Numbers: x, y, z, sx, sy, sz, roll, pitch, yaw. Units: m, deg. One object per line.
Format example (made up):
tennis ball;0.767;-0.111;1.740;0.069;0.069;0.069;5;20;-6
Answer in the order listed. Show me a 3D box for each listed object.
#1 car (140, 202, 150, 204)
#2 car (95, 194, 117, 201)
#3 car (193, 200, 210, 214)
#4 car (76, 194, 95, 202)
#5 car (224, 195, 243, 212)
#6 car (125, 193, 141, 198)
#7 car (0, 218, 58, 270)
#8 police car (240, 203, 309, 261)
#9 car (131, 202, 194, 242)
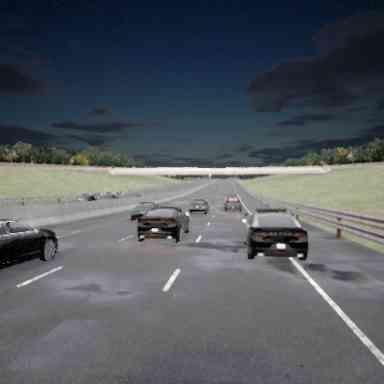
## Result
car;-3.552;1.534;27.137;1.994;1.385;4.181;0;0;7
car;-14.375;1.118;57.125;1.837;1.490;4.892;0;1;7
car;0.786;1.480;34.250;2.033;1.411;5.357;0;0;7
car;-17.977;1.127;56.429;2.128;1.511;4.902;0;1;7
car;4.575;1.397;37.026;2.128;1.511;4.902;0;1;7
car;-10.550;1.034;59.660;2.128;1.511;4.902;0;1;7
car;-5.602;1.473;9.257;2.128;1.511;4.902;0;0;7
police car;2.944;1.406;12.466;1.930;1.638;5.238;0;0;7
car;-1.262;1.455;16.392;1.882;1.535;5.008;0;0;7
